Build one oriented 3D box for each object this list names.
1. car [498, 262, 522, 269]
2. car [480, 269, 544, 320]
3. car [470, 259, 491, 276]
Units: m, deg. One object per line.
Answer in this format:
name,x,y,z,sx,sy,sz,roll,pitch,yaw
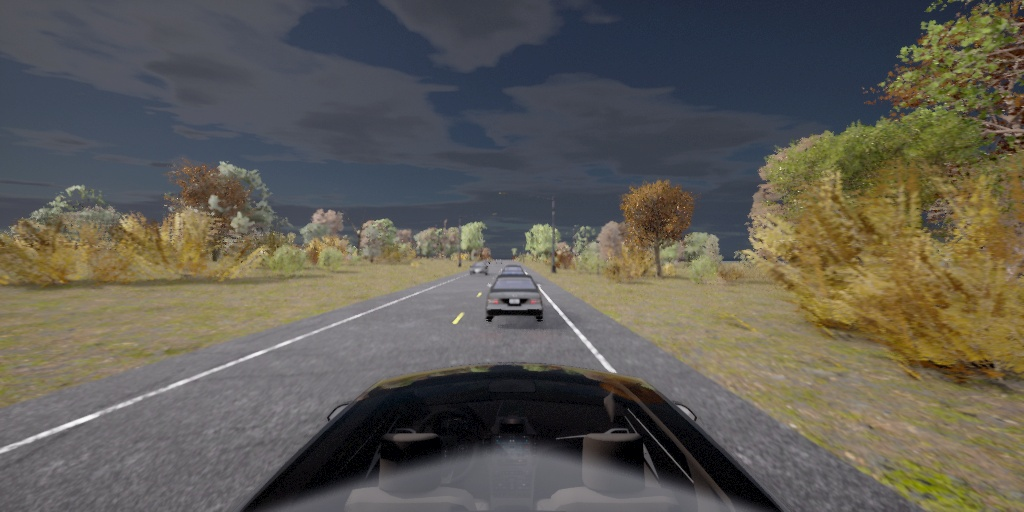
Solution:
car,0.085,1.408,27.878,2.033,1.411,5.357,0,0,0
car,0.083,1.343,12.719,2.033,1.411,5.357,0,0,0
car,-3.596,1.408,40.010,2.128,1.511,4.902,0,0,0
